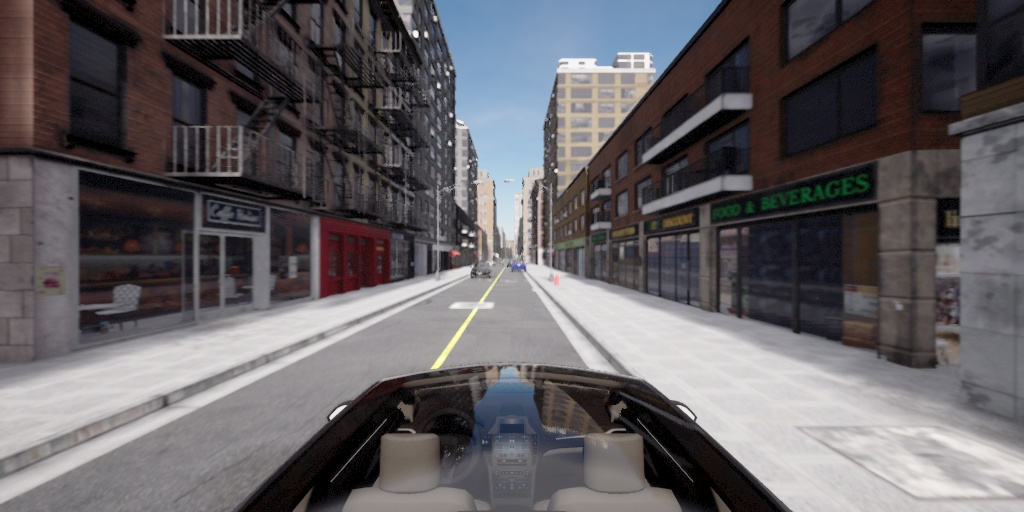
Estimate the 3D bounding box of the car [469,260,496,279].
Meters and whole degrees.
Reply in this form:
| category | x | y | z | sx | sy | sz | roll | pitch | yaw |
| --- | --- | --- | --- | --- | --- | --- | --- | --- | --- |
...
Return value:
| category | x | y | z | sx | sy | sz | roll | pitch | yaw |
| --- | --- | --- | --- | --- | --- | --- | --- | --- | --- |
| car | -2.849 | 1.364 | 33.986 | 1.837 | 1.490 | 4.892 | 0 | -1 | 0 |

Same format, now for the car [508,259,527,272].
| category | x | y | z | sx | sy | sz | roll | pitch | yaw |
| --- | --- | --- | --- | --- | --- | --- | --- | --- | --- |
| car | 0.919 | 1.212 | 49.442 | 2.097 | 1.767 | 4.553 | -2 | 0 | 0 |
